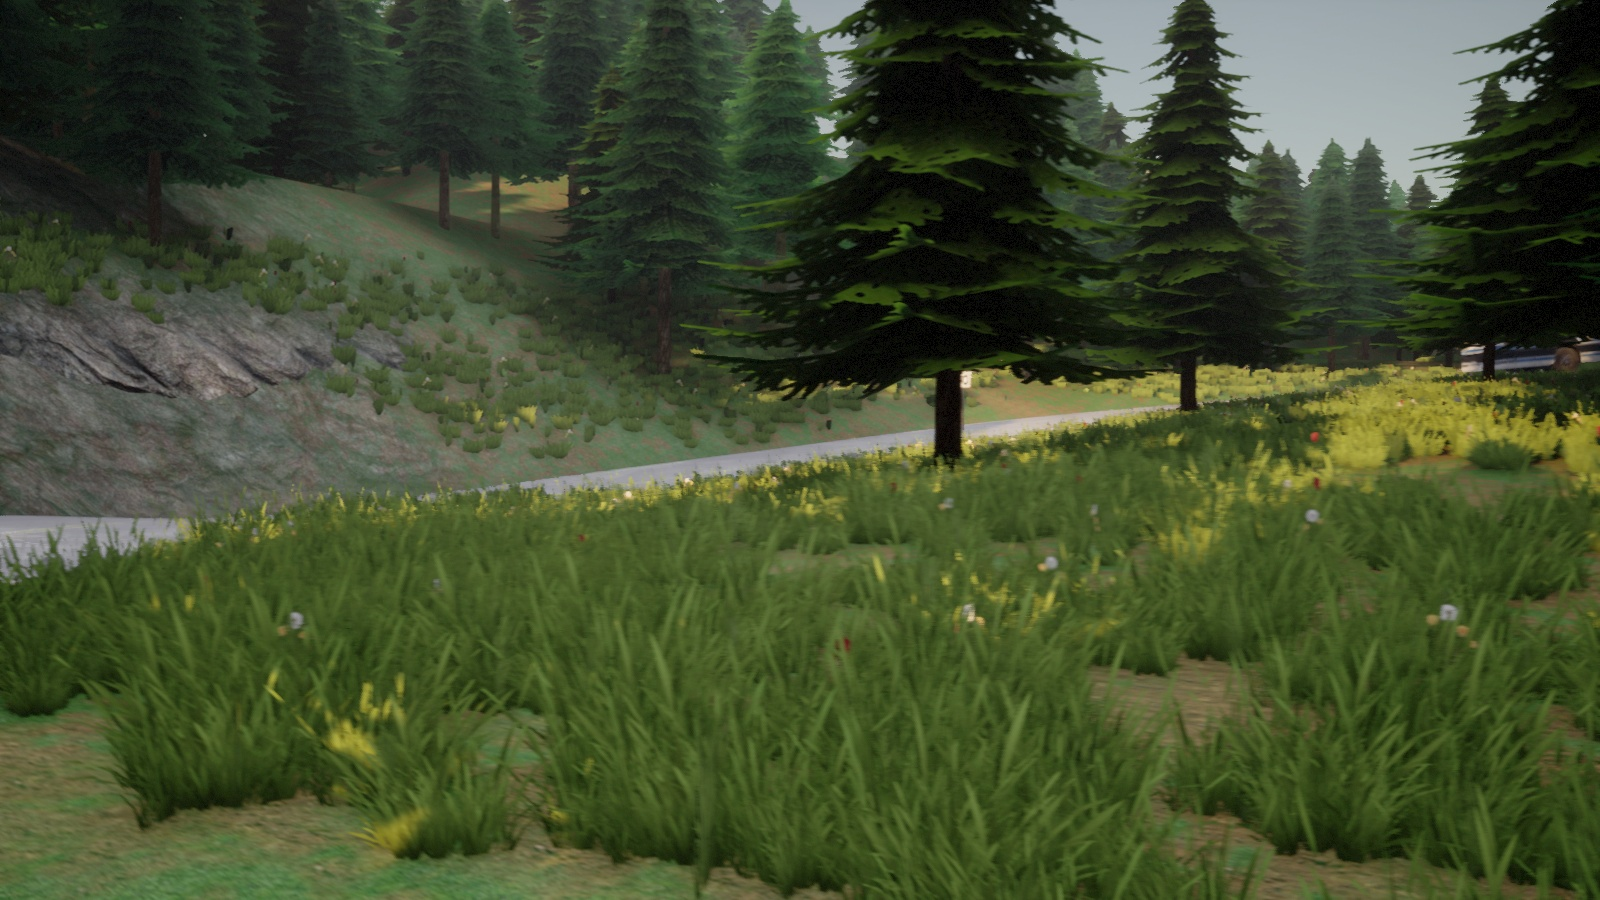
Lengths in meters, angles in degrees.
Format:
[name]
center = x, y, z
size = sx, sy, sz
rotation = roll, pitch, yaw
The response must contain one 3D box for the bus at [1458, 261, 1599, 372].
[bus]
center = 35.859, -6.232, 56.657
size = 10.273, 4.253, 3.944
rotation = -6, 1, -9
